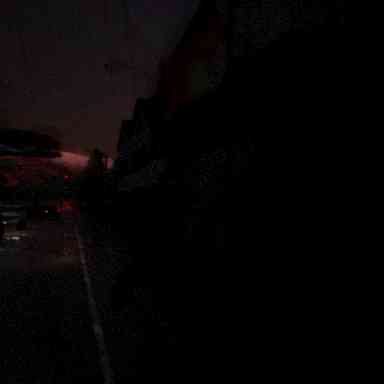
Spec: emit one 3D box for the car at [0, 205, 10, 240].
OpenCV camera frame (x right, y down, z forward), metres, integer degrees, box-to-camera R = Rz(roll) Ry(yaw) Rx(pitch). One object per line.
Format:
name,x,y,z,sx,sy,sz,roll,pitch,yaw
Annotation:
car,-11.856,1.771,18.245,2.150,2.045,5.566,1,-2,-20

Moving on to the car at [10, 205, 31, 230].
car,-15.482,2.104,28.330,2.150,2.045,5.566,1,-2,-21

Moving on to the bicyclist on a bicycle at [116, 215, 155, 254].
bicyclist on a bicycle,-2.374,1.794,14.086,1.656,1.620,0.582,1,-2,-20

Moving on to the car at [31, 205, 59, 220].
car,-20.257,2.753,44.928,5.566,2.045,2.150,-2,-4,34
